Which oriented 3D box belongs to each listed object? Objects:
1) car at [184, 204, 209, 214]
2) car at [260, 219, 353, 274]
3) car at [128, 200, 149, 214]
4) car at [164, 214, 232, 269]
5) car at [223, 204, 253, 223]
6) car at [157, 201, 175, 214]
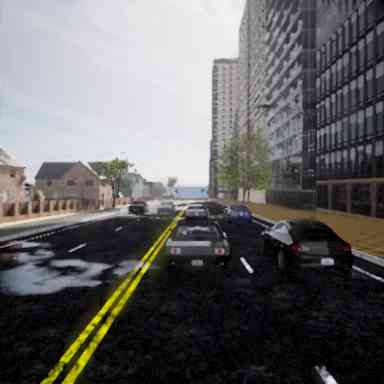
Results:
[{"bbox_3d":[0.355,1.693,26.645,2.033,1.411,5.357,0,0,1],"label":"car"},{"bbox_3d":[3.429,1.585,10.636,1.812,1.442,4.674,0,0,1],"label":"car"},{"bbox_3d":[-6.197,1.692,38.807,1.882,1.535,5.008,0,0,1],"label":"car"},{"bbox_3d":[0.186,1.661,11.314,1.895,1.301,4.718,0,0,1],"label":"car"},{"bbox_3d":[3.606,1.696,26.631,2.033,1.411,5.357,0,0,1],"label":"car"},{"bbox_3d":[-2.951,1.764,38.752,2.033,1.411,5.357,0,0,1],"label":"car"}]
